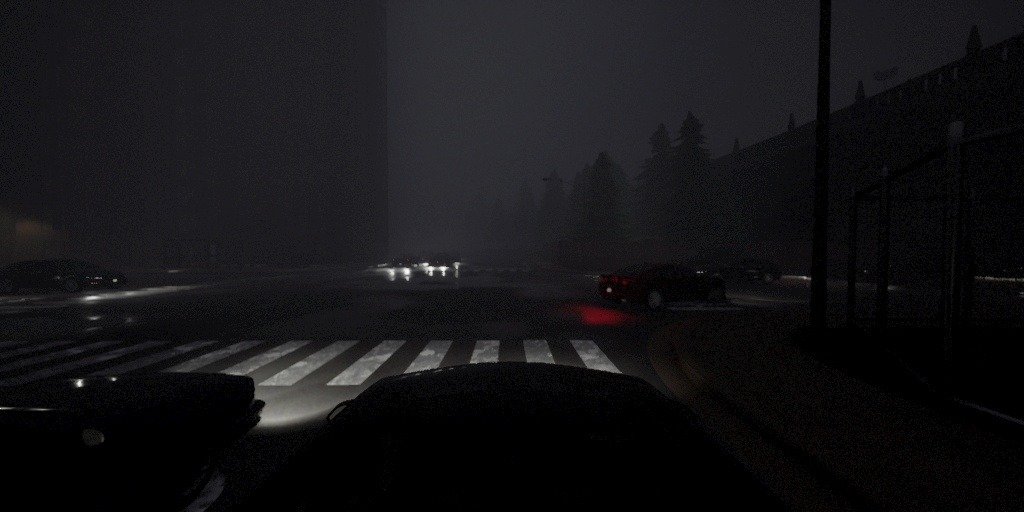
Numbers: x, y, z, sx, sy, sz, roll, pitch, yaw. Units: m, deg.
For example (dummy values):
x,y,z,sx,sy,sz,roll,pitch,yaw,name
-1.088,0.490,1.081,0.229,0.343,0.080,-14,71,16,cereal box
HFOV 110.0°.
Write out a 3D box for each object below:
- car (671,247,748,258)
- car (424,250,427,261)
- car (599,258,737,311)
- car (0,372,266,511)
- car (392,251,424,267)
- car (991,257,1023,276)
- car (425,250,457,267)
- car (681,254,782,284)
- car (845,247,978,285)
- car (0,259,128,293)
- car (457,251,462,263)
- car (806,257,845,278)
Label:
x,y,z,sx,sy,sz,roll,pitch,yaw,name
13.089,0.424,24.131,5.566,2.045,2.150,0,2,0,car
-11.051,0.033,46.172,2.128,1.511,4.902,0,2,-3,car
5.538,0.974,13.069,5.008,1.535,1.882,0,0,-24,car
-3.406,1.312,1.121,2.033,1.411,5.357,0,2,0,car
-10.798,0.395,36.863,1.895,1.301,4.718,0,2,0,car
35.655,0.713,24.203,4.892,1.490,1.837,0,2,0,car
-7.314,0.349,37.255,1.994,1.385,4.181,0,2,0,car
12.738,0.802,20.638,4.892,1.490,1.837,0,2,0,car
23.160,0.521,20.672,5.566,2.045,2.150,0,2,0,car
-21.038,0.894,16.802,4.892,1.490,1.837,0,2,0,car
-7.595,0.074,45.992,1.812,1.442,4.674,0,2,-3,car
22.474,0.769,24.163,4.181,1.385,1.994,0,2,1,car
